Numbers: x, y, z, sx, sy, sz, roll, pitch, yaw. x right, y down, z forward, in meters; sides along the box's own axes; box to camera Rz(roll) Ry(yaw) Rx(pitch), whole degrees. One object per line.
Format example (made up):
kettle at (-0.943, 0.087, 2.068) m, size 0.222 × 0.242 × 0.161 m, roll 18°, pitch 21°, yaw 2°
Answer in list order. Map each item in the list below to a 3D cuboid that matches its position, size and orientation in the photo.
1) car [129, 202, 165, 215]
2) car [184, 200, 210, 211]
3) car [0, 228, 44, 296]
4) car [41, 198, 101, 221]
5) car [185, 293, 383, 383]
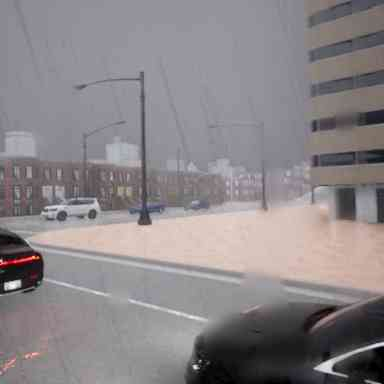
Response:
car at (-5.353, 1.886, 39.873) m, size 1.882 × 1.535 × 5.008 m, roll -2°, pitch -1°, yaw 37°
car at (0.779, 1.928, 48.061) m, size 1.812 × 1.442 × 4.674 m, roll -2°, pitch -1°, yaw 37°
car at (-5.438, 1.581, 7.849) m, size 4.892 × 1.490 × 1.837 m, roll -1°, pitch 0°, yaw 35°
car at (-11.407, 1.637, 31.782) m, size 2.150 × 2.045 × 5.566 m, roll -2°, pitch -1°, yaw 37°
car at (2.181, 1.500, 2.438) m, size 4.892 × 1.490 × 1.837 m, roll -1°, pitch -1°, yaw 35°
